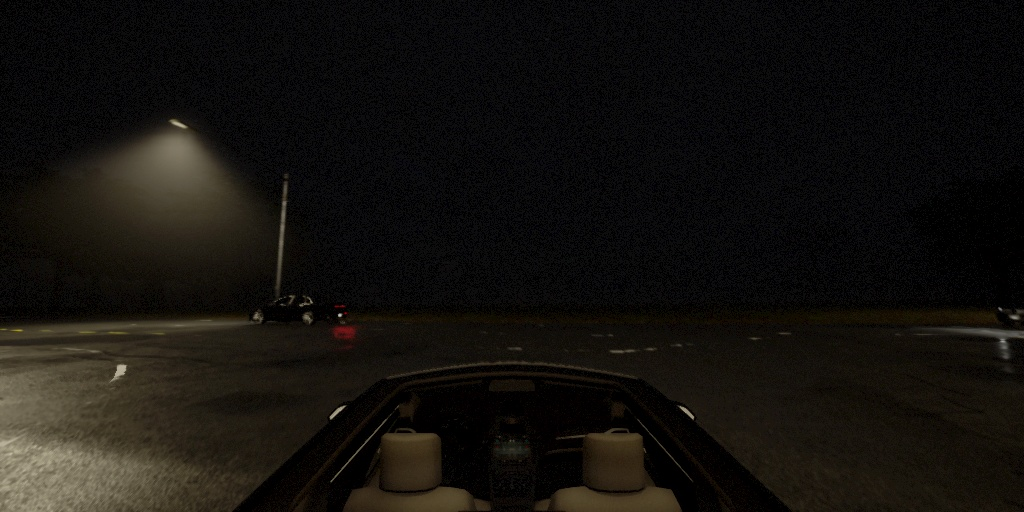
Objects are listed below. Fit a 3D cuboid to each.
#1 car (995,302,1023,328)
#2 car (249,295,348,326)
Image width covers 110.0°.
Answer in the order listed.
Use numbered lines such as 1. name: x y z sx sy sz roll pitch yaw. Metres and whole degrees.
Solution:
1. car: 19.352 1.723 11.777 4.674 1.442 1.812 -2 -7 11
2. car: -10.727 2.702 18.060 4.892 1.490 1.837 -2 -7 13
